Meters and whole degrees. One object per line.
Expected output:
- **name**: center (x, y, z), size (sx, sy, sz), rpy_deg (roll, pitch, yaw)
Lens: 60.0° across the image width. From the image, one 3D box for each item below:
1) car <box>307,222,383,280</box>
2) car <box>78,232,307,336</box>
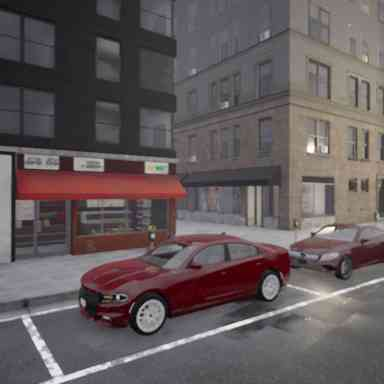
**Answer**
- **car**: center (4.589, 1.586, 9.907), size (4.206, 1.307, 1.802), rpy_deg (0, 0, -35)
- **car**: center (0.066, 1.548, 6.689), size (4.507, 1.381, 1.887), rpy_deg (0, 0, -35)
